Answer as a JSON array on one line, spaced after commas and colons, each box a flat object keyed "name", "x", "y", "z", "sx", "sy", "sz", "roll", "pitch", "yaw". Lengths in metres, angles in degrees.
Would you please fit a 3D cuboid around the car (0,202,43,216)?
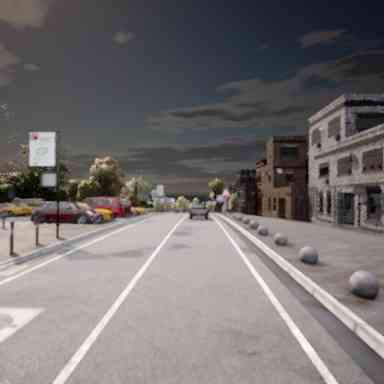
[{"name": "car", "x": -21.157, "y": 2.036, "z": 40.124, "sx": 5.366, "sy": 1.575, "sz": 1.946, "roll": 0, "pitch": -2, "yaw": 1}]

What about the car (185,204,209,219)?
[{"name": "car", "x": 0.715, "y": 1.991, "z": 34.242, "sx": 2.128, "sy": 1.511, "sz": 4.902, "roll": 0, "pitch": -2, "yaw": 1}]

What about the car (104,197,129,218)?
[{"name": "car", "x": -8.900, "y": 1.506, "z": 29.920, "sx": 5.566, "sy": 2.045, "sz": 2.435, "roll": 0, "pitch": -2, "yaw": 1}]

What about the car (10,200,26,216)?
[{"name": "car", "x": -21.203, "y": 1.932, "z": 37.465, "sx": 5.366, "sy": 1.575, "sz": 1.946, "roll": 0, "pitch": -2, "yaw": 1}]

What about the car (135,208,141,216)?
[{"name": "car", "x": -8.749, "y": 1.956, "z": 39.139, "sx": 4.553, "sy": 1.767, "sz": 2.185, "roll": 0, "pitch": -2, "yaw": 1}]

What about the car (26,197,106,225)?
[{"name": "car", "x": -8.980, "y": 1.462, "z": 23.966, "sx": 4.553, "sy": 1.767, "sz": 2.185, "roll": 0, "pitch": -2, "yaw": 1}]

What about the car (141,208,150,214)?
[{"name": "car", "x": -8.483, "y": 2.200, "z": 42.045, "sx": 5.366, "sy": 1.575, "sz": 1.946, "roll": 0, "pitch": -2, "yaw": 1}]

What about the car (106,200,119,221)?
[{"name": "car", "x": -8.915, "y": 1.674, "z": 26.996, "sx": 5.008, "sy": 1.535, "sz": 2.097, "roll": 0, "pitch": -2, "yaw": 1}]

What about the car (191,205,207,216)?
[{"name": "car", "x": 0.982, "y": 2.489, "z": 45.429, "sx": 2.033, "sy": 1.411, "sz": 5.357, "roll": 0, "pitch": -3, "yaw": 2}]

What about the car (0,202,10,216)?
[{"name": "car", "x": -21.088, "y": 1.483, "z": 31.757, "sx": 5.566, "sy": 2.045, "sz": 2.435, "roll": 0, "pitch": -2, "yaw": 1}]

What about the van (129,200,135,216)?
[{"name": "van", "x": -8.886, "y": 1.742, "z": 36.109, "sx": 4.442, "sy": 1.987, "sz": 1.878, "roll": 0, "pitch": -2, "yaw": 1}]
